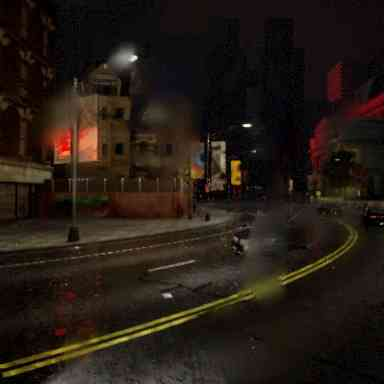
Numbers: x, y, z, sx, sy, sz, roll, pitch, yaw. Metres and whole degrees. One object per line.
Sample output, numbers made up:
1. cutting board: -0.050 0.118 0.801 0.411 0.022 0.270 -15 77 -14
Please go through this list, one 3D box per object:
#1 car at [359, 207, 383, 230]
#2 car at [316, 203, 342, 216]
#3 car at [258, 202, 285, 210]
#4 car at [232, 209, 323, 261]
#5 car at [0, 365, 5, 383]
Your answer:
1. car: 12.912 1.832 23.299 2.128 1.511 4.902 0 -1 22
2. car: 16.153 2.051 39.470 1.837 1.490 4.892 0 0 5
3. car: 6.387 1.692 26.231 2.097 1.767 4.553 0 -1 19
4. car: 3.317 1.664 13.184 2.128 1.511 4.902 0 -1 36
5. car: -3.201 1.568 1.657 4.181 1.385 1.994 1 -1 -34
